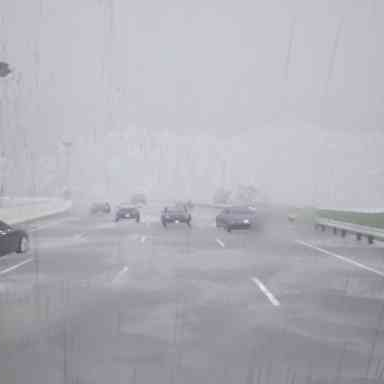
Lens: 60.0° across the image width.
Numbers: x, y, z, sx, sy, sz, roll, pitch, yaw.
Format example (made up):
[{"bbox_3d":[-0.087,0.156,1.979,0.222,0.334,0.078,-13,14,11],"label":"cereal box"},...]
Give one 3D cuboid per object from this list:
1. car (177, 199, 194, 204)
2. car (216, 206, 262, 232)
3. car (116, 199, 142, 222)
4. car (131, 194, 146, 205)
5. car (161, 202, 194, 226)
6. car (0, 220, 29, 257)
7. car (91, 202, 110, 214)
[{"bbox_3d":[-1.160,1.644,45.434,1.895,1.301,4.718,-1,0,-14],"label":"car"},{"bbox_3d":[2.675,1.548,19.898,1.994,1.385,4.181,0,0,-6],"label":"car"},{"bbox_3d":[-5.227,1.602,27.308,1.812,1.442,4.674,0,0,-9],"label":"car"},{"bbox_3d":[-10.181,1.376,62.823,2.150,2.045,5.566,0,0,-19],"label":"car"},{"bbox_3d":[-1.238,1.630,23.548,1.895,1.301,4.718,-1,0,-7],"label":"car"},{"bbox_3d":[-7.108,1.592,10.978,1.837,1.490,4.892,0,0,-4],"label":"car"},{"bbox_3d":[-10.067,1.737,36.955,1.895,1.301,4.718,-1,0,-12],"label":"car"}]
